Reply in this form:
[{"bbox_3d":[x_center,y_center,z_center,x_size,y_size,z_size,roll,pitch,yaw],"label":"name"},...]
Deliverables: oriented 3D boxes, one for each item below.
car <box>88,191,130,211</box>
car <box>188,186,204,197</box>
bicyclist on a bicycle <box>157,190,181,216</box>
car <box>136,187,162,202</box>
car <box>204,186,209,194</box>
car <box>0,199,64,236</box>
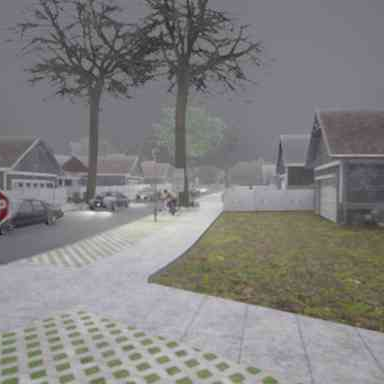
[{"bbox_3d":[-6.416,0.653,26.072,1.994,1.385,4.181,1,2,10],"label":"car"},{"bbox_3d":[-0.011,0.008,45.586,1.895,1.301,4.718,1,2,10],"label":"car"},{"bbox_3d":[-1.466,0.681,20.388,1.656,1.620,0.582,1,2,10],"label":"bicyclist on a bicycle"},{"bbox_3d":[-4.619,0.202,36.153,2.128,1.511,4.902,1,2,10],"label":"car"},{"bbox_3d":[1.676,-0.325,55.448,1.895,1.301,4.718,1,2,10],"label":"car"},{"bbox_3d":[-8.337,1.057,15.895,2.033,1.411,5.357,1,3,13],"label":"car"}]
